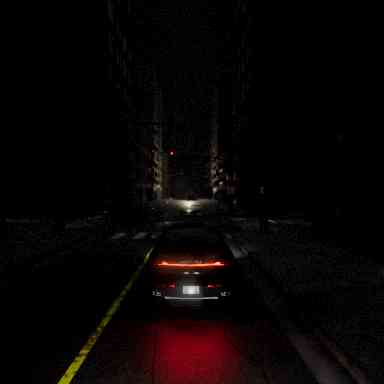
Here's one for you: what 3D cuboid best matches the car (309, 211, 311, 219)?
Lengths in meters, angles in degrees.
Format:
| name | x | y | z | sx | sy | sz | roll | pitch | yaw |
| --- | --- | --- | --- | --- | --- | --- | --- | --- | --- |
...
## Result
| name | x | y | z | sx | sy | sz | roll | pitch | yaw |
| --- | --- | --- | --- | --- | --- | --- | --- | --- | --- |
| car | 12.301 | 1.724 | 27.523 | 5.008 | 1.535 | 1.882 | 1 | 0 | -1 |

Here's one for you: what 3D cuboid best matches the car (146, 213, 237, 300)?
| name | x | y | z | sx | sy | sz | roll | pitch | yaw |
| --- | --- | --- | --- | --- | --- | --- | --- | --- | --- |
| car | -0.016 | 1.507 | 8.371 | 1.837 | 1.490 | 4.892 | 0 | 0 | 0 |

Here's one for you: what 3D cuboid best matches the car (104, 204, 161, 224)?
| name | x | y | z | sx | sy | sz | roll | pitch | yaw |
| --- | --- | --- | --- | --- | --- | --- | --- | --- | --- |
| car | -4.214 | 1.576 | 24.167 | 4.181 | 1.385 | 1.994 | 1 | 0 | 0 |

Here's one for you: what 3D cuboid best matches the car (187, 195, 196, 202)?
| name | x | y | z | sx | sy | sz | roll | pitch | yaw |
| --- | --- | --- | --- | --- | --- | --- | --- | --- | --- |
| car | -0.166 | 1.497 | 82.423 | 2.097 | 1.767 | 4.553 | 0 | 0 | 0 |
